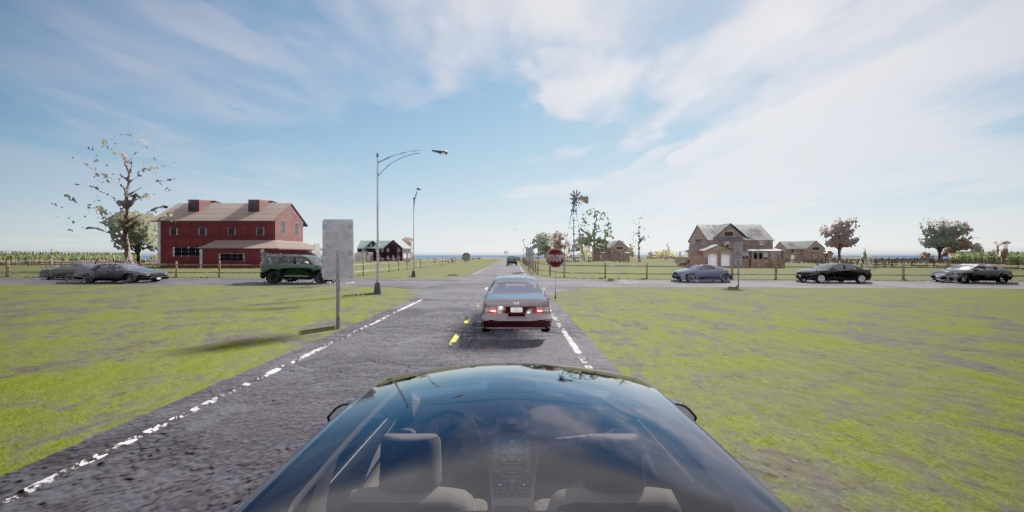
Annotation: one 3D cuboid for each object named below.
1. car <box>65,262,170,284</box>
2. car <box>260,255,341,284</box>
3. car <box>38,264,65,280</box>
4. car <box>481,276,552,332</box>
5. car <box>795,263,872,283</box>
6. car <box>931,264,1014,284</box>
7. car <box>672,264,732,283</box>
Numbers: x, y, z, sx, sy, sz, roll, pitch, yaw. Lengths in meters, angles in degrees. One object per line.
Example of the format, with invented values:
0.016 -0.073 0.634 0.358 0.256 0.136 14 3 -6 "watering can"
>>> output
-27.980 1.216 25.725 5.357 1.411 2.033 0 0 0 "car"
-14.843 0.924 25.622 5.566 2.045 2.150 0 0 0 "car"
-34.926 1.207 28.728 4.181 1.385 1.994 0 0 0 "car"
0.100 1.296 10.823 2.033 1.411 5.357 0 0 0 "car"
25.241 1.313 28.263 5.008 1.535 1.882 0 0 1 "car"
36.012 1.375 28.167 4.902 1.511 2.128 0 0 1 "car"
14.941 1.359 28.339 4.181 1.385 1.994 0 0 1 "car"
